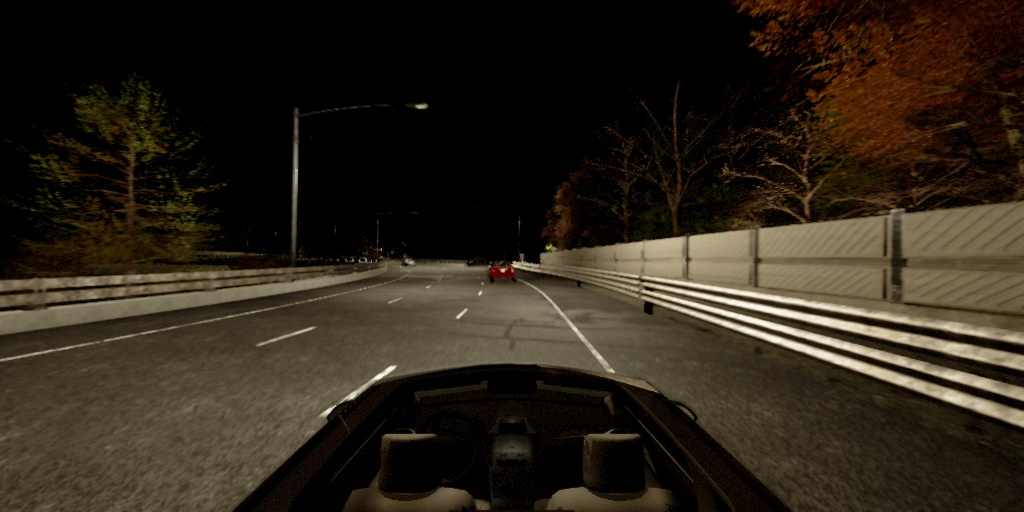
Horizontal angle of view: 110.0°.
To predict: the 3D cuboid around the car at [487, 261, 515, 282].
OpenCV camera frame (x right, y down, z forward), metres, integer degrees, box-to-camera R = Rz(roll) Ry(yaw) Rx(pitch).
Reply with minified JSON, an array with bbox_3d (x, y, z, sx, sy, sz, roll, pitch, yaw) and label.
[{"bbox_3d":[-1.000,1.221,31.014,2.097,1.767,4.553,1,0,-8],"label":"car"}]
